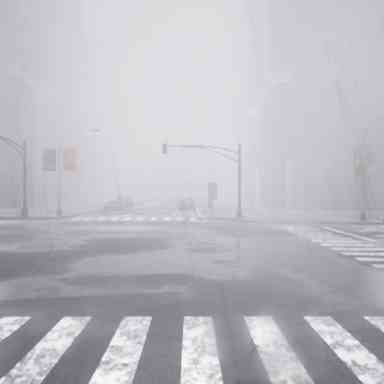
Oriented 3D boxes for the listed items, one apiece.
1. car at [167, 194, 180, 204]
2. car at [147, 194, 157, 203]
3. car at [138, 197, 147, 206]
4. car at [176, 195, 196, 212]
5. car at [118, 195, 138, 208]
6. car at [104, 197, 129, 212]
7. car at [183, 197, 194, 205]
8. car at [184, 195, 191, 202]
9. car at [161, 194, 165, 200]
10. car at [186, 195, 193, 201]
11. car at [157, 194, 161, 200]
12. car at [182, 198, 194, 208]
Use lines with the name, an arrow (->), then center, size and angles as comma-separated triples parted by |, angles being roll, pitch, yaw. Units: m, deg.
car -> -3.405, 1.637, 65.750 | 1.895, 1.301, 4.718 | 0, 0, 0
car -> -9.197, 1.631, 71.658 | 1.802, 1.307, 4.206 | 0, 0, 0
car -> -9.124, 1.541, 55.210 | 1.752, 1.417, 4.829 | 0, 0, 0
car -> -0.529, 1.428, 39.137 | 1.967, 1.590, 4.097 | 0, 0, 0
car -> -9.078, 1.312, 44.528 | 2.192, 1.841, 5.009 | 0, 0, 0
car -> -9.053, 1.553, 39.102 | 1.947, 1.339, 4.313 | 0, 0, 0
car -> -0.624, 1.571, 60.836 | 1.887, 1.381, 4.507 | 0, 0, 0
car -> -1.120, 1.552, 82.809 | 1.882, 1.535, 5.008 | 0, 0, 0
car -> -9.292, 1.646, 93.361 | 1.887, 1.381, 4.507 | 0, 0, 0
car -> -0.768, 1.646, 93.386 | 1.887, 1.381, 4.507 | 0, 0, 0
car -> -9.222, 1.376, 77.084 | 2.192, 1.841, 5.009 | 0, 0, 0
car -> -0.576, 1.588, 49.986 | 1.802, 1.307, 4.206 | 0, 0, 0
